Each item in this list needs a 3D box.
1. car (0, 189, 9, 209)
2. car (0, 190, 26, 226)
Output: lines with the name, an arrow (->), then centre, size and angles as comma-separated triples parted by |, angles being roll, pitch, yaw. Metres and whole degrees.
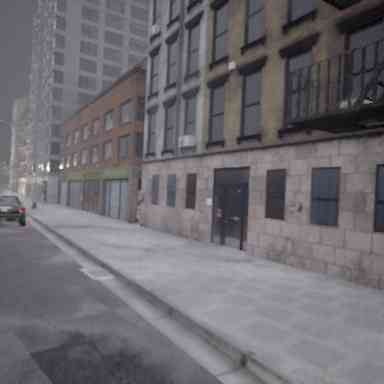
car -> -19.037, 0.590, 32.111 | 2.097, 1.767, 4.553 | 3, 0, -32
car -> -10.960, 0.917, 19.302 | 2.097, 1.767, 4.553 | 3, 0, -32
